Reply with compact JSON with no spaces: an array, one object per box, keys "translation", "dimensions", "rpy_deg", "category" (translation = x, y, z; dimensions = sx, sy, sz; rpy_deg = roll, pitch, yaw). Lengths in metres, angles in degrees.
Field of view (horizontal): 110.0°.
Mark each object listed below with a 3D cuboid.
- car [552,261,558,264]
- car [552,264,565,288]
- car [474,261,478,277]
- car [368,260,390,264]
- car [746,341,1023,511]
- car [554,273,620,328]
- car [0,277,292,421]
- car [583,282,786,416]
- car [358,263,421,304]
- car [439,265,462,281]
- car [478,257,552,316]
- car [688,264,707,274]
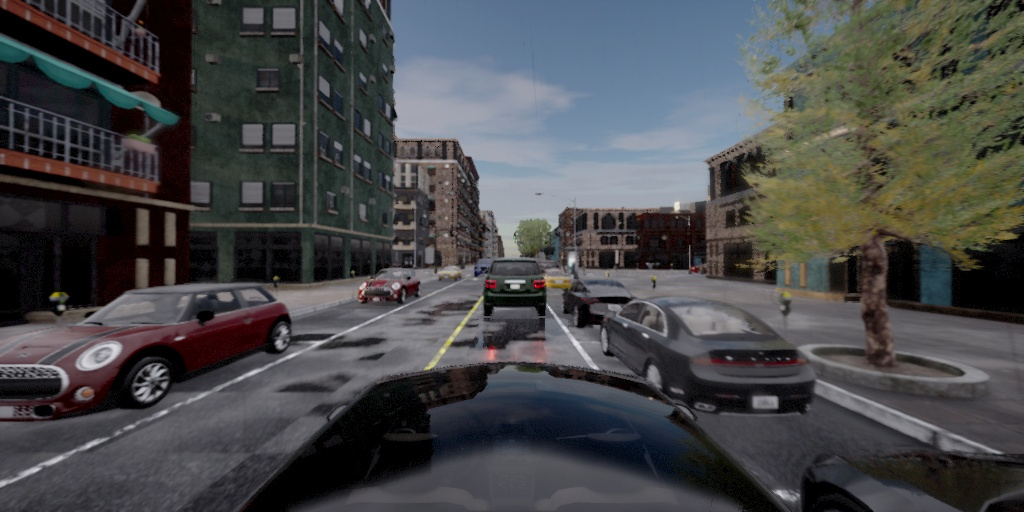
[{"translation":[2.689,1.281,28.143],"dimensions":[2.192,1.841,5.009],"rpy_deg":[0,0,0],"category":"car"},{"translation":[2.689,1.446,22.773],"dimensions":[1.751,1.417,4.829],"rpy_deg":[0,0,0],"category":"car"},{"translation":[-3.002,1.326,40.339],"dimensions":[2.150,2.045,5.566],"rpy_deg":[0,0,0],"category":"car"},{"translation":[-17.279,1.390,47.912],"dimensions":[5.009,1.841,2.192],"rpy_deg":[0,0,0],"category":"car"},{"translation":[2.690,1.306,0.447],"dimensions":[1.948,1.339,4.313],"rpy_deg":[0,0,0],"category":"car"},{"translation":[2.689,1.396,11.524],"dimensions":[1.948,1.339,4.313],"rpy_deg":[0,0,0],"category":"car"},{"translation":[-5.691,1.225,5.985],"dimensions":[1.967,1.591,4.097],"rpy_deg":[0,0,0],"category":"car"},{"translation":[2.690,1.336,5.985],"dimensions":[2.007,1.370,4.403],"rpy_deg":[0,0,0],"category":"car"},{"translation":[-5.691,1.315,17.064],"dimensions":[1.967,1.591,4.097],"rpy_deg":[0,0,0],"category":"car"},{"translation":[-5.693,1.536,33.513],"dimensions":[1.751,1.417,4.829],"rpy_deg":[0,0,0],"category":"car"},{"translation":[0.100,1.074,14.068],"dimensions":[2.150,2.045,5.566],"rpy_deg":[0,0,0],"category":"car"},{"translation":[26.145,1.800,48.169],"dimensions":[4.507,1.381,1.888],"rpy_deg":[0,0,0],"category":"car"}]
